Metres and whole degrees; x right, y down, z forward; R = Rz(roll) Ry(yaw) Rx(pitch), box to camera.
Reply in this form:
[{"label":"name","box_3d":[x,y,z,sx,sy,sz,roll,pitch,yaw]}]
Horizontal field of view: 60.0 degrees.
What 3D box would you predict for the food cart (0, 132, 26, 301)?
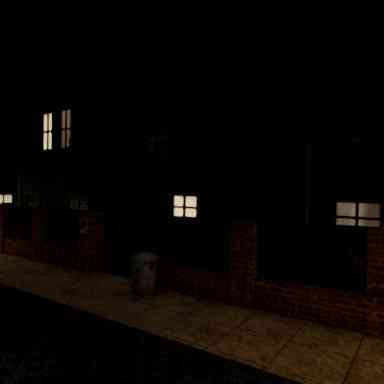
[{"label":"food cart","box_3d":[-6.300,0.460,7.807,4.660,3.560,2.280,2,0,35]}]
